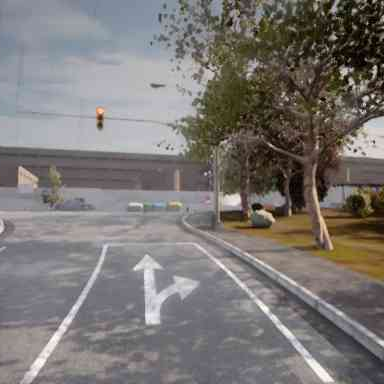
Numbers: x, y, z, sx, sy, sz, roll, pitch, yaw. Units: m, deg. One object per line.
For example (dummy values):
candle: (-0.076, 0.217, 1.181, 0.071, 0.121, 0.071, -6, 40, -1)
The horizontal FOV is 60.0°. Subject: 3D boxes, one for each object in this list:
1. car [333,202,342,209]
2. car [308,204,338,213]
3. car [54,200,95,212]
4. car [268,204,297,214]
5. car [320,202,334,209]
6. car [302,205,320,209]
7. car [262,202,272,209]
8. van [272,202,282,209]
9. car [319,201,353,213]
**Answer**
car: (27.603, 2.631, 57.209, 4.902, 1.511, 2.128, 1, -5, -16)
car: (25.574, 3.287, 64.951, 2.097, 1.535, 5.008, 3, -7, -36)
car: (-12.724, 1.577, 36.245, 4.181, 1.385, 1.994, 2, -4, -16)
car: (16.962, 3.230, 62.470, 2.163, 1.488, 4.792, 3, -6, -36)
car: (26.293, 2.881, 59.928, 4.892, 1.490, 1.837, 0, -5, -16)
car: (22.711, 3.256, 64.107, 2.231, 1.521, 4.892, 3, -7, -36)
car: (11.365, 3.124, 60.642, 1.946, 1.575, 5.366, 3, -7, -36)
van: (14.184, 2.936, 61.549, 1.878, 1.987, 4.442, 3, -7, -36)
car: (28.412, 3.071, 65.820, 2.435, 2.045, 5.566, 3, -7, -36)
